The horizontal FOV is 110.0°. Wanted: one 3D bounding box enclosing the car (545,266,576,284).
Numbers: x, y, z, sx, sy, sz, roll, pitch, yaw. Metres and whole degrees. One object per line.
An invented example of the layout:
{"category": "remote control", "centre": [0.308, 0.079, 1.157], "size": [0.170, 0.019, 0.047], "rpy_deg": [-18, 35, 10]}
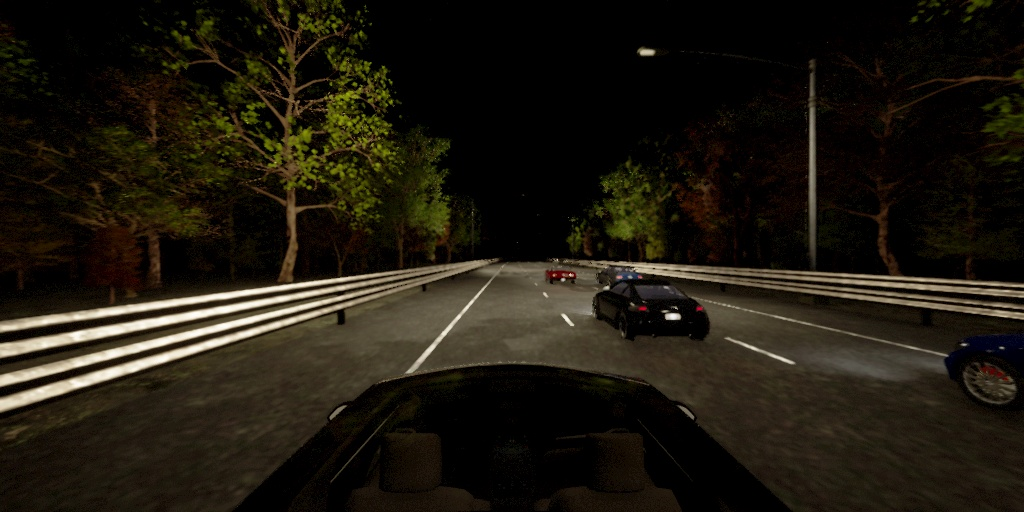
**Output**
{"category": "car", "centre": [3.586, 1.381, 27.318], "size": [1.895, 1.301, 4.718], "rpy_deg": [0, 0, 0]}

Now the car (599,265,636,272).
{"category": "car", "centre": [7.084, 1.324, 24.028], "size": [2.033, 1.411, 5.357], "rpy_deg": [0, 0, 0]}

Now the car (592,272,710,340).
{"category": "car", "centre": [3.588, 1.325, 9.994], "size": [1.994, 1.385, 4.181], "rpy_deg": [0, 0, 0]}

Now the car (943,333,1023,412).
{"category": "car", "centre": [7.076, 1.278, 3.109], "size": [1.812, 1.442, 4.674], "rpy_deg": [0, 0, 0]}
